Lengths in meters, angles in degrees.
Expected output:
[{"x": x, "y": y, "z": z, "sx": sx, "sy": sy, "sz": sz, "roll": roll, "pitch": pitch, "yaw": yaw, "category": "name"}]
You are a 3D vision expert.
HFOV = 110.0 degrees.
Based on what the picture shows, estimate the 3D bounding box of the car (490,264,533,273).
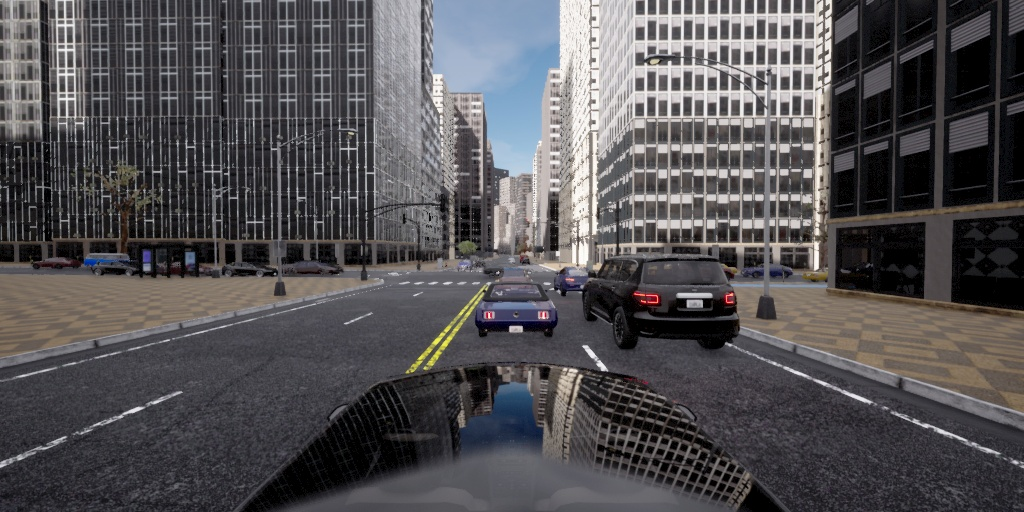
[{"x": 0.078, "y": 1.305, "z": 18.961, "sx": 1.994, "sy": 1.385, "sz": 4.181, "roll": 0, "pitch": 0, "yaw": 0, "category": "car"}]

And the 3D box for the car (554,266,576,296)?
[{"x": 3.327, "y": 1.267, "z": 18.956, "sx": 1.812, "sy": 1.442, "sz": 4.674, "roll": 0, "pitch": 0, "yaw": 0, "category": "car"}]

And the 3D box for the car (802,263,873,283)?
[{"x": 27.602, "y": 1.578, "z": 30.539, "sx": 4.829, "sy": 1.417, "sz": 1.751, "roll": 0, "pitch": 0, "yaw": 1, "category": "car"}]

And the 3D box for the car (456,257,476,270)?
[{"x": -6.657, "y": 1.241, "z": 51.247, "sx": 1.812, "sy": 1.442, "sz": 4.674, "roll": 0, "pitch": 0, "yaw": -2, "category": "car"}]

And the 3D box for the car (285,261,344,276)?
[{"x": -18.812, "y": 1.147, "z": 33.828, "sx": 5.357, "sy": 1.411, "sz": 2.033, "roll": 1, "pitch": 1, "yaw": 1, "category": "car"}]

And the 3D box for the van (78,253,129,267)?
[{"x": -45.340, "y": 0.605, "z": 40.129, "sx": 3.998, "sy": 1.789, "sz": 1.690, "roll": 0, "pitch": 0, "yaw": 1, "category": "van"}]

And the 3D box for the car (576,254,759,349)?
[{"x": 3.341, "y": 0.968, "z": 9.264, "sx": 2.150, "sy": 2.045, "sz": 5.566, "roll": 0, "pitch": 0, "yaw": 0, "category": "car"}]

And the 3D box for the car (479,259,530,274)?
[{"x": -0.396, "y": 1.291, "z": 33.547, "sx": 4.674, "sy": 1.442, "sz": 1.812, "roll": 1, "pitch": 1, "yaw": 1, "category": "car"}]

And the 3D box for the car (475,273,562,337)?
[{"x": 0.090, "y": 1.347, "z": 10.224, "sx": 1.895, "sy": 1.301, "sz": 4.718, "roll": 0, "pitch": 0, "yaw": 0, "category": "car"}]

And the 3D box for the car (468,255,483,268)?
[{"x": -6.656, "y": 0.925, "z": 61.209, "sx": 2.150, "sy": 2.045, "sz": 5.566, "roll": 0, "pitch": 0, "yaw": 0, "category": "car"}]

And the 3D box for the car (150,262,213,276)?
[{"x": -28.456, "y": 1.138, "z": 31.318, "sx": 4.207, "sy": 1.307, "sz": 1.802, "roll": 0, "pitch": 0, "yaw": 1, "category": "car"}]

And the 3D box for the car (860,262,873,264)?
[{"x": 35.887, "y": 1.385, "z": 36.172, "sx": 4.553, "sy": 1.767, "sz": 2.097, "roll": 0, "pitch": 1, "yaw": 1, "category": "car"}]

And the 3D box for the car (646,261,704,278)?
[{"x": 16.473, "y": 1.341, "z": 36.493, "sx": 5.008, "sy": 1.535, "sz": 1.882, "roll": 1, "pitch": 1, "yaw": 1, "category": "car"}]

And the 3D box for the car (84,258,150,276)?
[{"x": -34.137, "y": 1.069, "z": 31.484, "sx": 4.313, "sy": 1.339, "sz": 1.948, "roll": 0, "pitch": 0, "yaw": 1, "category": "car"}]

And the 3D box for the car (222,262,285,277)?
[{"x": -22.772, "y": 1.174, "z": 31.193, "sx": 4.313, "sy": 1.339, "sz": 1.948, "roll": 0, "pitch": 0, "yaw": 1, "category": "car"}]

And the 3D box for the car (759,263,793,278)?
[{"x": 25.786, "y": 1.471, "z": 36.349, "sx": 4.674, "sy": 1.442, "sz": 1.812, "roll": 1, "pitch": 1, "yaw": 1, "category": "car"}]
